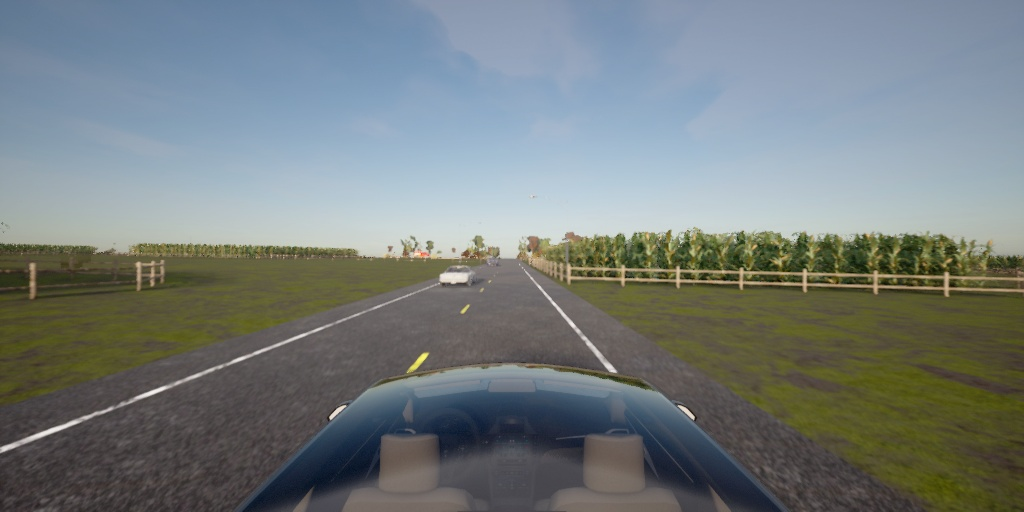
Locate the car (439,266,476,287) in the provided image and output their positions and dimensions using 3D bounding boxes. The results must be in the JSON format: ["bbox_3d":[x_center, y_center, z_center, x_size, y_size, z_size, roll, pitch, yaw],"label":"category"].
[{"bbox_3d":[-3.602,1.335,24.305,1.895,1.301,4.718,0,0,0],"label":"car"}]
